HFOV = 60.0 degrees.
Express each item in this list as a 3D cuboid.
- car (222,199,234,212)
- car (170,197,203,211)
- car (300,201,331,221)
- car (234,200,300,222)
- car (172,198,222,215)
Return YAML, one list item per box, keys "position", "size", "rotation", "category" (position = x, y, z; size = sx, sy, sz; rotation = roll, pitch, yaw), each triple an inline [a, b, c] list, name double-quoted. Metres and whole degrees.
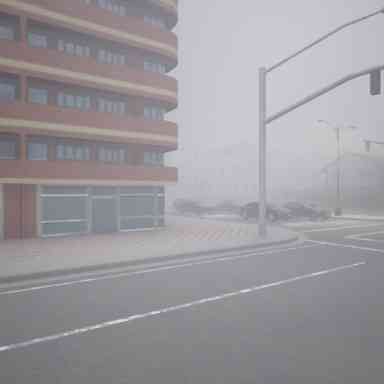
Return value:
- position: [4.375, 1.526, 35.109]
  size: [1.812, 1.442, 4.674]
  rotation: [0, 0, -34]
  category: "car"
- position: [-0.808, 1.503, 42.617]
  size: [1.837, 1.490, 4.892]
  rotation: [0, 0, -35]
  category: "car"
- position: [9.310, 1.526, 27.939]
  size: [1.812, 1.442, 4.674]
  rotation: [0, 0, -34]
  category: "car"
- position: [5.875, 1.505, 26.734]
  size: [1.837, 1.490, 4.892]
  rotation: [0, 0, -34]
  category: "car"
- position: [0.351, 1.545, 34.762]
  size: [2.033, 1.411, 5.357]
  rotation: [0, 0, -34]
  category: "car"
